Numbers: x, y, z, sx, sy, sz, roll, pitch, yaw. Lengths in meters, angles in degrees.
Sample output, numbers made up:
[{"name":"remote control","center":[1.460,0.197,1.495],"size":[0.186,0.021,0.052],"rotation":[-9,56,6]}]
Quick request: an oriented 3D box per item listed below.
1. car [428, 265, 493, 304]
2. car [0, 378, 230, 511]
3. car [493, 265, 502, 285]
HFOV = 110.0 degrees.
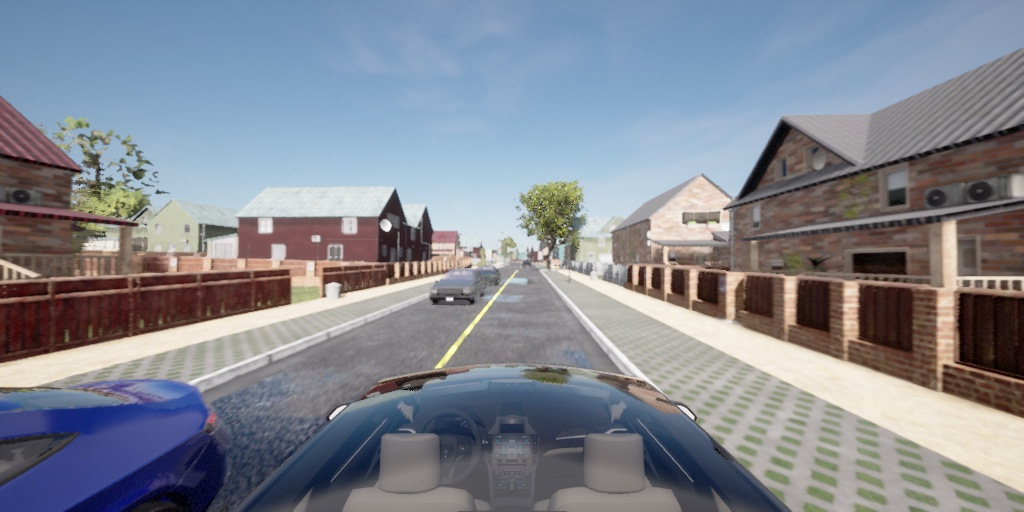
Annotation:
[{"name":"car","center":[-2.325,1.316,16.719],"size":[2.033,1.411,5.357],"rotation":[0,0,3]},{"name":"car","center":[-2.784,1.268,0.520],"size":[1.812,1.442,4.674],"rotation":[0,0,0]},{"name":"car","center":[-1.830,1.377,25.952],"size":[1.994,1.385,4.181],"rotation":[0,0,3]}]
